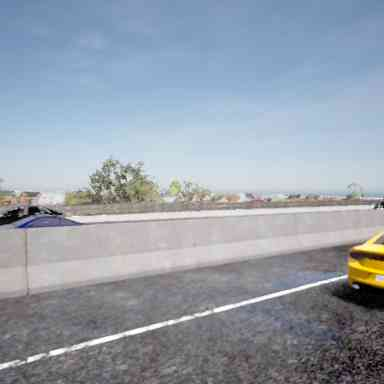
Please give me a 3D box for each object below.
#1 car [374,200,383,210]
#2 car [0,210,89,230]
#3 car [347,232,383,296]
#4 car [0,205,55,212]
[{"bbox_3d":[25.466,1.683,42.844,4.892,1.490,1.837,1,-1,-34],"label":"car"},{"bbox_3d":[-5.864,1.568,12.690,4.181,1.385,1.994,0,0,-35],"label":"car"},{"bbox_3d":[5.634,1.504,7.719,5.008,1.535,1.882,0,0,-35],"label":"car"},{"bbox_3d":[-9.642,1.508,18.594,4.892,1.490,1.837,0,0,-35],"label":"car"}]
